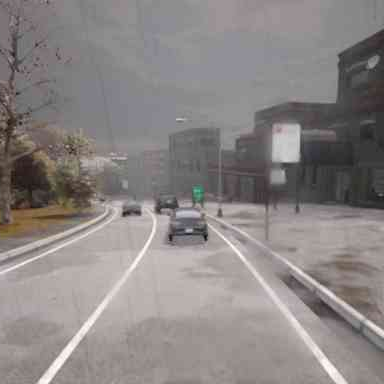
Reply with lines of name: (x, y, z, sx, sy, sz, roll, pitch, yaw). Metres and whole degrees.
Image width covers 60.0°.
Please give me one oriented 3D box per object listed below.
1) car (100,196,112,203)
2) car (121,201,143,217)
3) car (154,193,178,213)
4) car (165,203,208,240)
car: (-18.601, 1.628, 71.563, 2.128, 1.511, 4.902, -3, 1, -26)
car: (-5.753, 1.535, 32.008, 2.033, 1.411, 5.357, -1, 0, -10)
car: (-2.875, 1.140, 36.600, 2.150, 2.045, 5.566, -1, 0, -11)
car: (-0.267, 1.485, 16.629, 1.812, 1.442, 4.674, 0, 0, -4)
